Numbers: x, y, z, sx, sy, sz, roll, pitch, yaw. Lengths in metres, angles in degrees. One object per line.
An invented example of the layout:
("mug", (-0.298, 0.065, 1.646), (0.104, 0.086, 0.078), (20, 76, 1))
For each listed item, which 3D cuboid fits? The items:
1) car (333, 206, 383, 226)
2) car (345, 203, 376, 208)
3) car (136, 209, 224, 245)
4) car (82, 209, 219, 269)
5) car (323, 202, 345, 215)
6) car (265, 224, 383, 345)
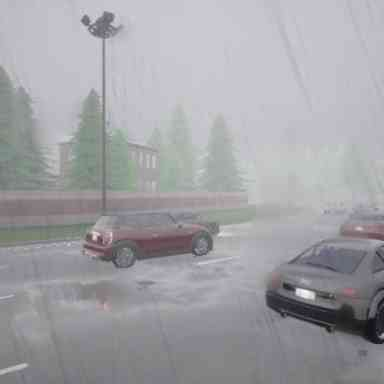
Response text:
("car", (8.963, 1.628, 16.478), (1.994, 1.385, 4.181), (-1, -1, 44))
("car", (14.889, 1.660, 28.495), (2.033, 1.411, 5.357), (0, 0, 35))
("car", (-0.530, 1.680, 17.055), (4.181, 1.385, 1.994), (0, 0, -42))
("car", (-1.387, 1.438, 11.734), (4.553, 1.767, 2.097), (0, -1, -39))
("car", (15.510, 1.758, 35.877), (1.895, 1.301, 4.718), (0, 0, 31))
("car", (3.347, 1.592, 6.571), (4.181, 1.385, 1.994), (0, 0, -40))
